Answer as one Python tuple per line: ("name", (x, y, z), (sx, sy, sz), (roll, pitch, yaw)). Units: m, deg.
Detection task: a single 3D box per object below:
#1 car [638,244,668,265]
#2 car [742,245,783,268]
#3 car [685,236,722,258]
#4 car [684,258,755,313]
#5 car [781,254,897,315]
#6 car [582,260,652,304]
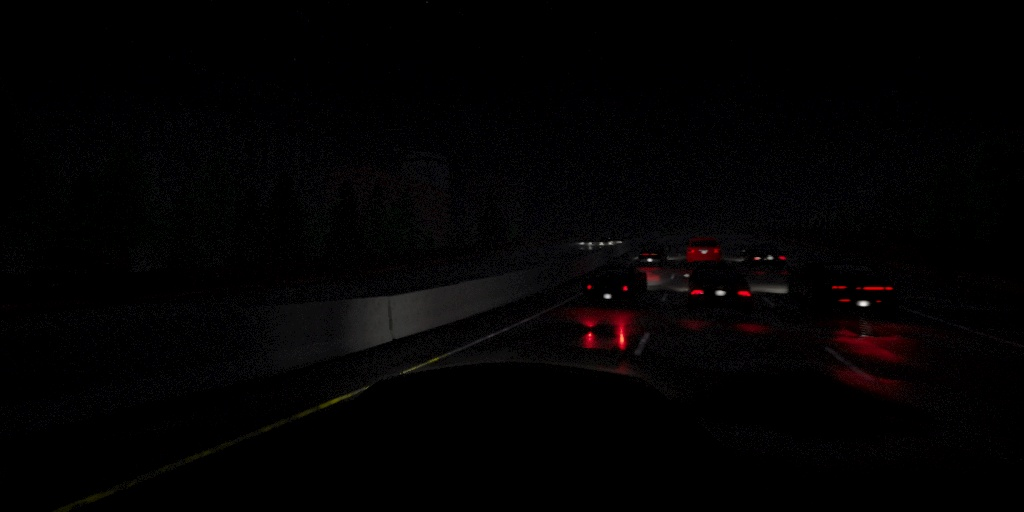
("car", (11.218, -0.201, 28.532), (1.837, 1.490, 4.892), (0, 6, 27))
("car", (16.740, -0.055, 23.953), (2.033, 1.411, 5.357), (0, 5, 27))
("car", (13.915, -0.420, 26.124), (2.150, 2.045, 5.566), (0, 5, 27))
("car", (7.295, 1.028, 12.871), (2.033, 1.411, 5.357), (0, 3, 27))
("car", (10.825, 0.923, 12.088), (1.837, 1.490, 4.892), (0, 3, 27))
("car", (4.480, 1.072, 15.056), (1.895, 1.301, 4.718), (0, 3, 27))
